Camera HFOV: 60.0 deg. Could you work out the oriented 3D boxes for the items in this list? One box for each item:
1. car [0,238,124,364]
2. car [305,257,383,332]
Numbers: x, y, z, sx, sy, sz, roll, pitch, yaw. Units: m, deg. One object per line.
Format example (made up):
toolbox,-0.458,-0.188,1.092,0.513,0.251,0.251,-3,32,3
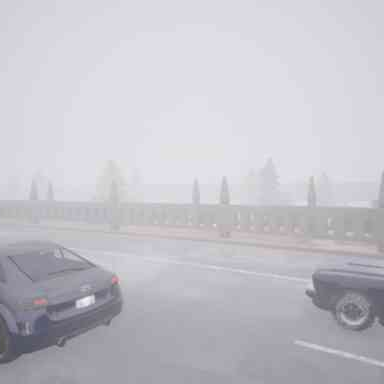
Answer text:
car,-3.228,1.537,5.827,4.181,1.385,1.994,0,0,32
car,4.295,1.574,5.093,4.718,1.301,1.895,0,0,36
